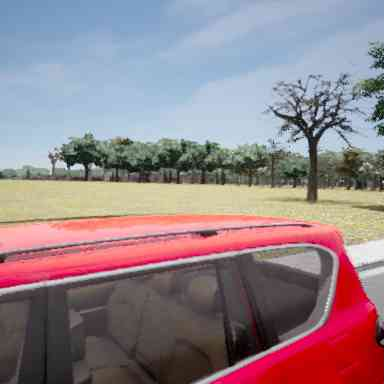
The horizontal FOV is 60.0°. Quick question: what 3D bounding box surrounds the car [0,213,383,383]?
[{"bbox_3d":[-1.110,1.219,1.792,5.566,2.045,2.150,0,0,-35],"label":"car"}]
